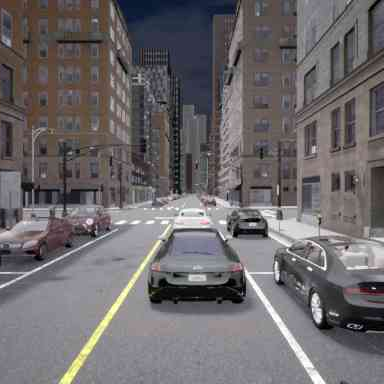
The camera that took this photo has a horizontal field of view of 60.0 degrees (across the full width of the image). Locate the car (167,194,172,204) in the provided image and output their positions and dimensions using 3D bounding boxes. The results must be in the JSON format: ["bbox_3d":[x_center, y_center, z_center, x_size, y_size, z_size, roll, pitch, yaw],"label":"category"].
[{"bbox_3d":[-5.559,1.607,65.656,2.008,1.369,4.403,0,0,0],"label":"car"}]

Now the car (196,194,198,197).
[{"bbox_3d":[3.037,1.458,92.682,2.192,1.841,5.009,0,0,0],"label":"car"}]

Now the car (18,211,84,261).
[{"bbox_3d":[-5.660,1.582,12.235,1.802,1.307,4.206,0,0,0],"label":"car"}]

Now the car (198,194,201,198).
[{"bbox_3d":[2.994,1.525,76.454,1.967,1.590,4.097,0,0,0],"label":"car"}]

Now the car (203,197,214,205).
[{"bbox_3d":[2.951,1.571,60.398,1.752,1.417,4.829,0,0,0],"label":"car"}]

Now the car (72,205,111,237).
[{"bbox_3d":[-5.655,1.441,17.736,1.967,1.590,4.097,0,0,0],"label":"car"}]

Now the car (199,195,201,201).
[{"bbox_3d":[2.966,1.607,65.636,2.008,1.369,4.403,0,0,0],"label":"car"}]

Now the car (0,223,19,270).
[{"bbox_3d":[-5.665,1.566,6.733,1.947,1.339,4.313,0,0,0],"label":"car"}]

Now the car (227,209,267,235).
[{"bbox_3d":[2.870,1.567,17.728,1.947,1.339,4.313,0,0,0],"label":"car"}]

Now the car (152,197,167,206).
[{"bbox_3d":[-5.588,1.618,54.839,1.802,1.307,4.206,0,0,0],"label":"car"}]

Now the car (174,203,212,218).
[{"bbox_3d":[0.049,1.526,16.951,1.812,1.442,4.674,0,0,1],"label":"car"}]

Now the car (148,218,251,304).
[{"bbox_3d":[0.089,1.564,8.192,1.994,1.385,4.181,0,0,0],"label":"car"}]

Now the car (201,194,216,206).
[{"bbox_3d":[2.936,1.476,54.819,1.967,1.590,4.097,0,0,0],"label":"car"}]

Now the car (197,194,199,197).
[{"bbox_3d":[3.023,1.561,87.272,1.967,1.590,4.097,0,0,0],"label":"car"}]

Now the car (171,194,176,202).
[{"bbox_3d":[-5.516,1.626,81.711,1.752,1.417,4.829,0,0,0],"label":"car"}]

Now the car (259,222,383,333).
[{"bbox_3d":[2.860,1.551,6.726,2.008,1.369,4.403,0,0,0],"label":"car"}]

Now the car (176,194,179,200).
[{"bbox_3d":[-5.488,1.457,92.699,2.192,1.841,5.009,0,0,0],"label":"car"}]
